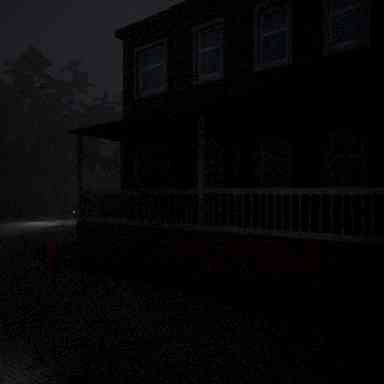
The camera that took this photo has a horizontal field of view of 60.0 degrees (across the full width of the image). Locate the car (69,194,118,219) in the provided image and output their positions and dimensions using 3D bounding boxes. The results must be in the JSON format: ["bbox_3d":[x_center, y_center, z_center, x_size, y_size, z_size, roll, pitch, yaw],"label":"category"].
[{"bbox_3d":[-7.697,1.221,28.480,2.150,2.045,5.566,0,0,35],"label":"car"}]
